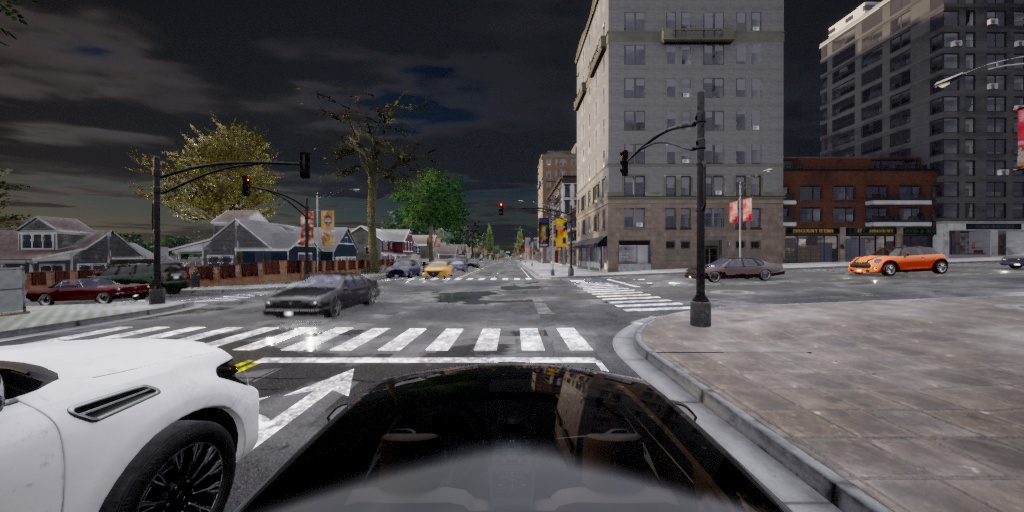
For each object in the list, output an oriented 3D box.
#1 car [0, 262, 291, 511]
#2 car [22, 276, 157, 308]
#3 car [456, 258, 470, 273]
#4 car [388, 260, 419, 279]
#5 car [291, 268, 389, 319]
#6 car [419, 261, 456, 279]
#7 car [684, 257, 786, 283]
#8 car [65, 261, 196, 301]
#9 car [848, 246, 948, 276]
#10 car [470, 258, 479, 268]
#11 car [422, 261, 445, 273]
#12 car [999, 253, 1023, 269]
[{"bbox_3d":[-3.146,0.972,0.545,2.150,2.045,5.566,0,0,0],"label":"car"},{"bbox_3d":[-21.638,1.807,18.524,4.718,1.301,1.895,-2,0,0],"label":"car"},{"bbox_3d":[-6.638,1.303,44.292,1.812,1.442,4.674,0,0,0],"label":"car"},{"bbox_3d":[-9.885,1.116,32.982,2.097,1.767,4.553,0,0,0],"label":"car"},{"bbox_3d":[-6.597,1.328,13.261,2.033,1.411,5.357,0,0,0],"label":"car"},{"bbox_3d":[-6.628,1.242,32.626,1.882,1.535,5.008,0,0,0],"label":"car"},{"bbox_3d":[13.507,0.793,21.879,5.357,1.411,2.033,-2,0,0],"label":"car"},{"bbox_3d":[-22.589,1.451,21.371,5.566,2.045,2.150,-2,0,2],"label":"car"},{"bbox_3d":[23.427,0.218,21.911,4.553,1.767,2.097,-2,0,0],"label":"car"},{"bbox_3d":[-6.629,1.167,59.672,2.097,1.767,4.553,0,0,0],"label":"car"},{"bbox_3d":[-9.888,1.344,45.435,1.994,1.385,4.181,0,0,0],"label":"car"},{"bbox_3d":[33.567,0.038,21.943,5.357,1.411,2.033,-2,0,0],"label":"car"}]
